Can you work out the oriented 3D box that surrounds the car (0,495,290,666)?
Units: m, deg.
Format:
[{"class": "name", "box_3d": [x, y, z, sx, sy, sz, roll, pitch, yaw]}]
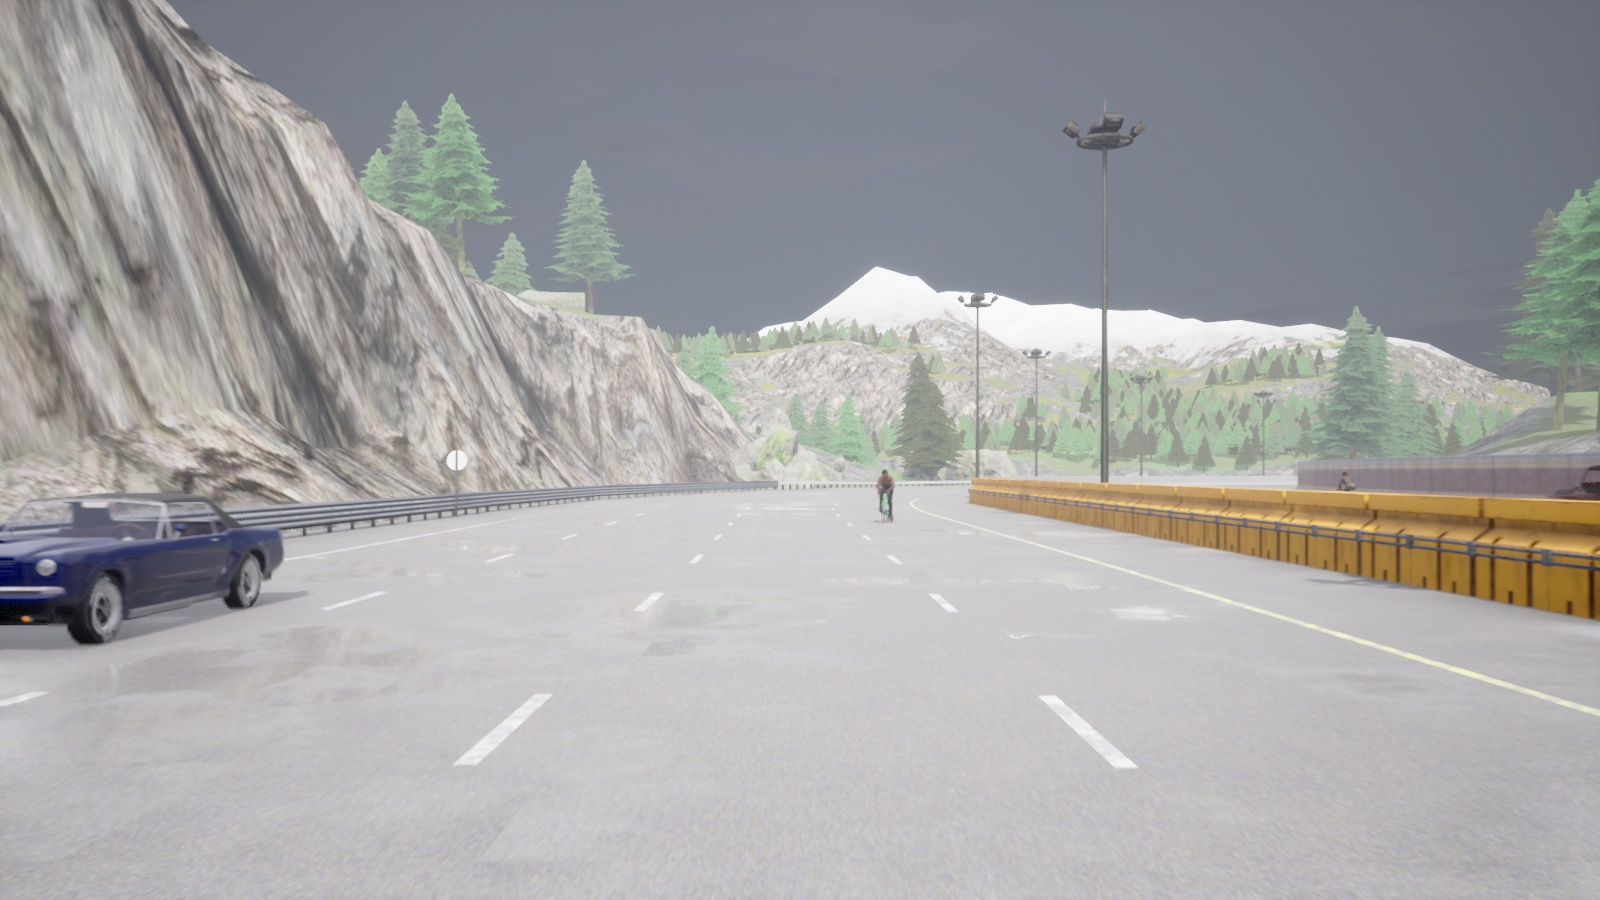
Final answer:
[{"class": "car", "box_3d": [-7.024, 1.154, 12.595, 1.895, 1.301, 4.718, 0, -1, 0]}]

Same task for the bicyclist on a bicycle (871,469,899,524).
[{"class": "bicyclist on a bicycle", "box_3d": [2.576, 1.390, 37.767, 0.582, 1.620, 1.656, 0, -1, 13]}]

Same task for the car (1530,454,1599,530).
[{"class": "car", "box_3d": [20.796, 1.065, 32.155, 1.905, 1.878, 3.866, 0, -1, -1]}]
